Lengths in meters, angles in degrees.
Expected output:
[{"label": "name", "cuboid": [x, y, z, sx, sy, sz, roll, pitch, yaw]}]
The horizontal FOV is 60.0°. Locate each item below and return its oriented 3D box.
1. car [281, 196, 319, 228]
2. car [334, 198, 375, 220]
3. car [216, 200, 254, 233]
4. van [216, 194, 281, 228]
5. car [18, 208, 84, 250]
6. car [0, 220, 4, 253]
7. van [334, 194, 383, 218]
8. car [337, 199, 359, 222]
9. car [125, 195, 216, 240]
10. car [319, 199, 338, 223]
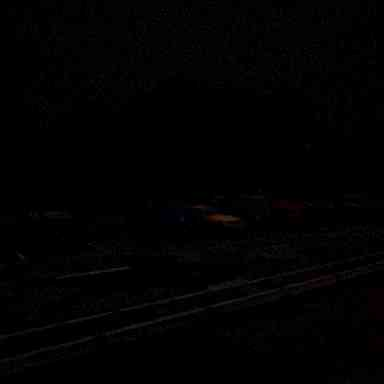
[{"label": "car", "cuboid": [5.192, 1.186, 22.343, 2.435, 2.045, 5.566, 0, 0, -35]}, {"label": "car", "cuboid": [11.868, 1.483, 27.128, 2.002, 1.452, 4.674, 0, 0, -35]}, {"label": "car", "cuboid": [0.757, 1.436, 18.992, 1.946, 1.575, 5.366, 0, 0, -35]}, {"label": "van", "cuboid": [2.981, 1.212, 20.660, 1.878, 1.987, 4.442, 0, 0, -35]}, {"label": "car", "cuboid": [-6.137, 1.451, 14.303, 2.231, 1.521, 4.892, 0, 0, -35]}, {"label": "car", "cuboid": [-8.402, 1.496, 12.694, 2.002, 1.452, 4.674, 0, 0, -35]}, {"label": "van", "cuboid": [14.165, 1.222, 28.911, 1.878, 1.987, 4.442, 0, 0, -35]}, {"label": "car", "cuboid": [9.722, 1.470, 25.567, 2.163, 1.488, 4.792, 0, 0, -35]}, {"label": "car", "cuboid": [-1.597, 1.190, 17.508, 2.435, 2.045, 5.566, 0, 0, -35]}, {"label": "car", "cuboid": [7.445, 1.440, 23.974, 2.231, 1.521, 4.892, 0, 0, -35]}]
